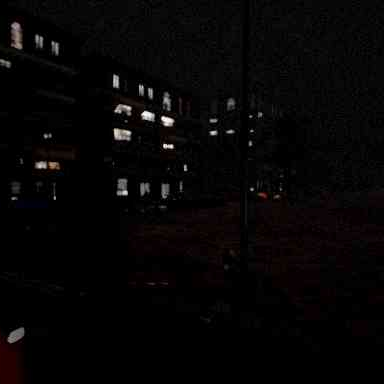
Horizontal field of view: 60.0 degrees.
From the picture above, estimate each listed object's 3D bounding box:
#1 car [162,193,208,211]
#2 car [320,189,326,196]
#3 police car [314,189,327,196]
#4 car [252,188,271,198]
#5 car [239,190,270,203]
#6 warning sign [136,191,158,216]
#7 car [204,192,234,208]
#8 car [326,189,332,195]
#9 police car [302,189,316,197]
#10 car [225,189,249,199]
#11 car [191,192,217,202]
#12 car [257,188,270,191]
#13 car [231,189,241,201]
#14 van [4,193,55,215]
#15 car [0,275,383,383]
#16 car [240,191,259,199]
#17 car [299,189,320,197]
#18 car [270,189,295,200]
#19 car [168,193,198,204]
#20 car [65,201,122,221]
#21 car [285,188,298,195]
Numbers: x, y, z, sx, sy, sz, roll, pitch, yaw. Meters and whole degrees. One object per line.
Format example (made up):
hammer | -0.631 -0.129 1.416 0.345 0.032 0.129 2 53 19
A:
car | -0.671 1.102 33.065 1.887 1.381 4.507 2 2 35
car | 27.816 0.329 74.303 2.008 1.369 4.403 2 2 35
police car | 32.975 0.004 85.057 1.930 1.638 5.238 1 1 34
car | 14.594 0.183 69.896 2.192 1.841 5.009 2 2 35
car | 8.825 0.846 46.811 2.008 1.369 4.403 2 2 35
warning sign | -3.385 0.825 24.992 1.300 1.860 1.060 0 0 35
car | 2.494 1.020 37.647 2.008 1.369 4.403 2 2 35
car | 34.147 0.047 83.465 1.967 1.590 4.097 2 2 35
police car | 27.169 0.156 76.914 1.930 1.638 5.238 1 1 32
car | 7.431 0.303 54.817 1.837 1.490 4.892 1 1 35
car | 1.930 0.764 51.574 2.008 1.369 4.403 2 2 35
car | 12.722 0.453 57.202 2.097 1.767 4.553 1 1 35
car | 7.181 0.732 49.099 1.882 1.535 5.008 1 1 35
van | -13.893 0.993 28.659 1.690 1.788 3.998 2 2 35
car | -0.575 1.541 3.274 4.507 1.381 1.887 0 1 35
car | 11.329 0.482 65.179 1.752 1.417 4.829 2 2 35
car | 24.651 0.415 69.722 2.008 1.369 4.403 2 2 35
car | 15.252 0.644 56.115 1.752 1.417 4.829 2 2 35
car | -1.235 0.866 46.992 1.947 1.339 4.313 2 2 35
car | -7.001 1.299 23.903 1.947 1.339 4.313 2 2 35
car | 24.089 -0.074 83.642 2.192 1.841 5.009 2 2 35
